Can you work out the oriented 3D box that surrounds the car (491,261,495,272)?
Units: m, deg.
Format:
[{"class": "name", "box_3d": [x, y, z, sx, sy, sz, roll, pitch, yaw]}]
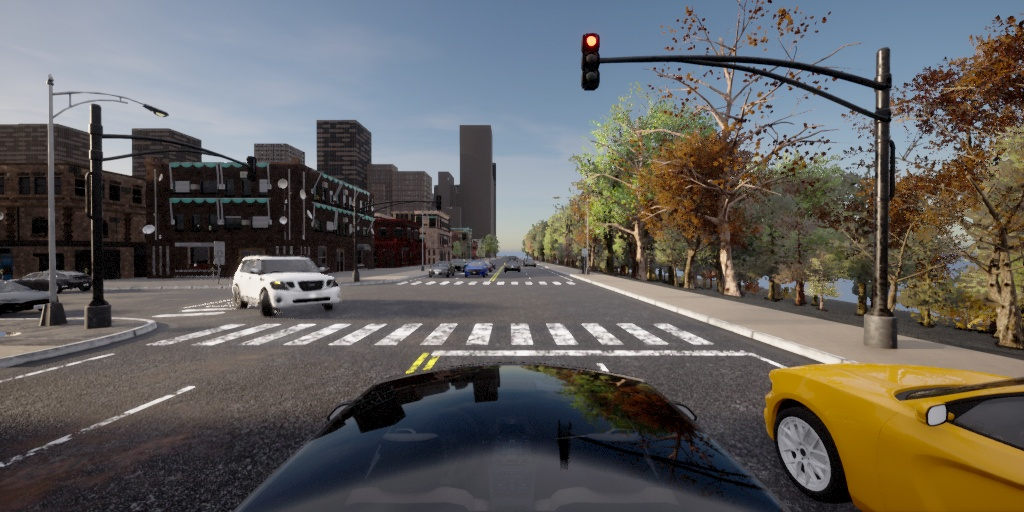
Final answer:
[{"class": "car", "box_3d": [-3.388, 1.261, 44.093, 1.812, 1.442, 4.674, 0, 0, 0]}]

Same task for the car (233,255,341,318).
[{"class": "car", "box_3d": [-8.593, 0.987, 13.473, 5.566, 2.045, 2.150, -1, -1, 40]}]

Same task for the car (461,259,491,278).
[{"class": "car", "box_3d": [-3.381, 1.217, 34.697, 1.882, 1.535, 5.008, 0, 0, 0]}]

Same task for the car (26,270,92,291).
[{"class": "car", "box_3d": [-28.305, 1.559, 22.000, 4.403, 1.370, 2.007, 0, 0, 0]}]

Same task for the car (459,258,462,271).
[{"class": "car", "box_3d": [-6.641, 1.087, 44.179, 2.097, 1.767, 4.553, 0, 0, 0]}]

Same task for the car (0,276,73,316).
[{"class": "car", "box_3d": [-19.961, 1.564, 13.498, 4.313, 1.339, 1.948, 0, 0, 0]}]

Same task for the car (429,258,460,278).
[{"class": "car", "box_3d": [-6.630, 1.231, 34.305, 2.128, 1.511, 4.902, 0, 0, 0]}]

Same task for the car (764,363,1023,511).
[{"class": "car", "box_3d": [3.351, 1.228, 1.397, 1.882, 1.535, 5.008, 0, 0, 0]}]

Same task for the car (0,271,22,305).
[{"class": "car", "box_3d": [-26.084, 1.534, 16.203, 4.902, 1.511, 2.128, -1, 1, 0]}]

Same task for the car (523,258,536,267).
[{"class": "car", "box_3d": [3.266, 1.290, 64.501, 1.994, 1.385, 4.181, 0, 0, 1]}]

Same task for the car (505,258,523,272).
[{"class": "car", "box_3d": [0.039, 1.298, 46.967, 1.994, 1.385, 4.181, 0, 0, 0]}]
